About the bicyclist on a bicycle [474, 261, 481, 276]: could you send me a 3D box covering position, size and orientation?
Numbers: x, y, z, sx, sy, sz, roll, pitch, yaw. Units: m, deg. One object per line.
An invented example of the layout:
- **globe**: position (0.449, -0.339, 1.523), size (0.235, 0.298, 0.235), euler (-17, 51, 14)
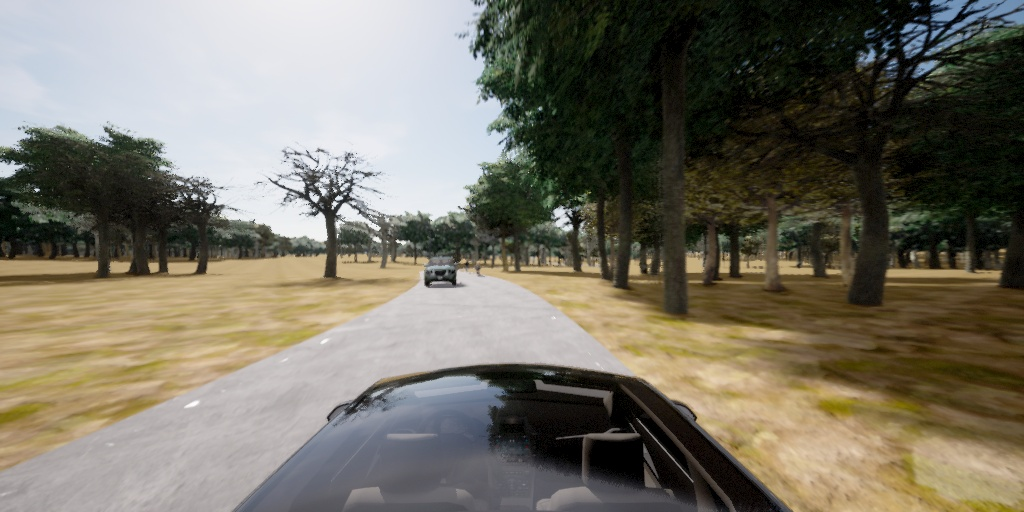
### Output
- **bicyclist on a bicycle**: position (-3.610, 1.319, 37.988), size (0.866, 1.612, 1.509), euler (-1, -1, -15)

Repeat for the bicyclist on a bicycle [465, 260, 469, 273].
- **bicyclist on a bicycle**: position (-5.888, 1.373, 46.867), size (0.659, 1.776, 1.843), euler (0, -1, -15)

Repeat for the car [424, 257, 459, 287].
- **car**: position (-5.107, 1.077, 26.045), size (2.150, 2.045, 5.566), euler (-1, 0, -10)
